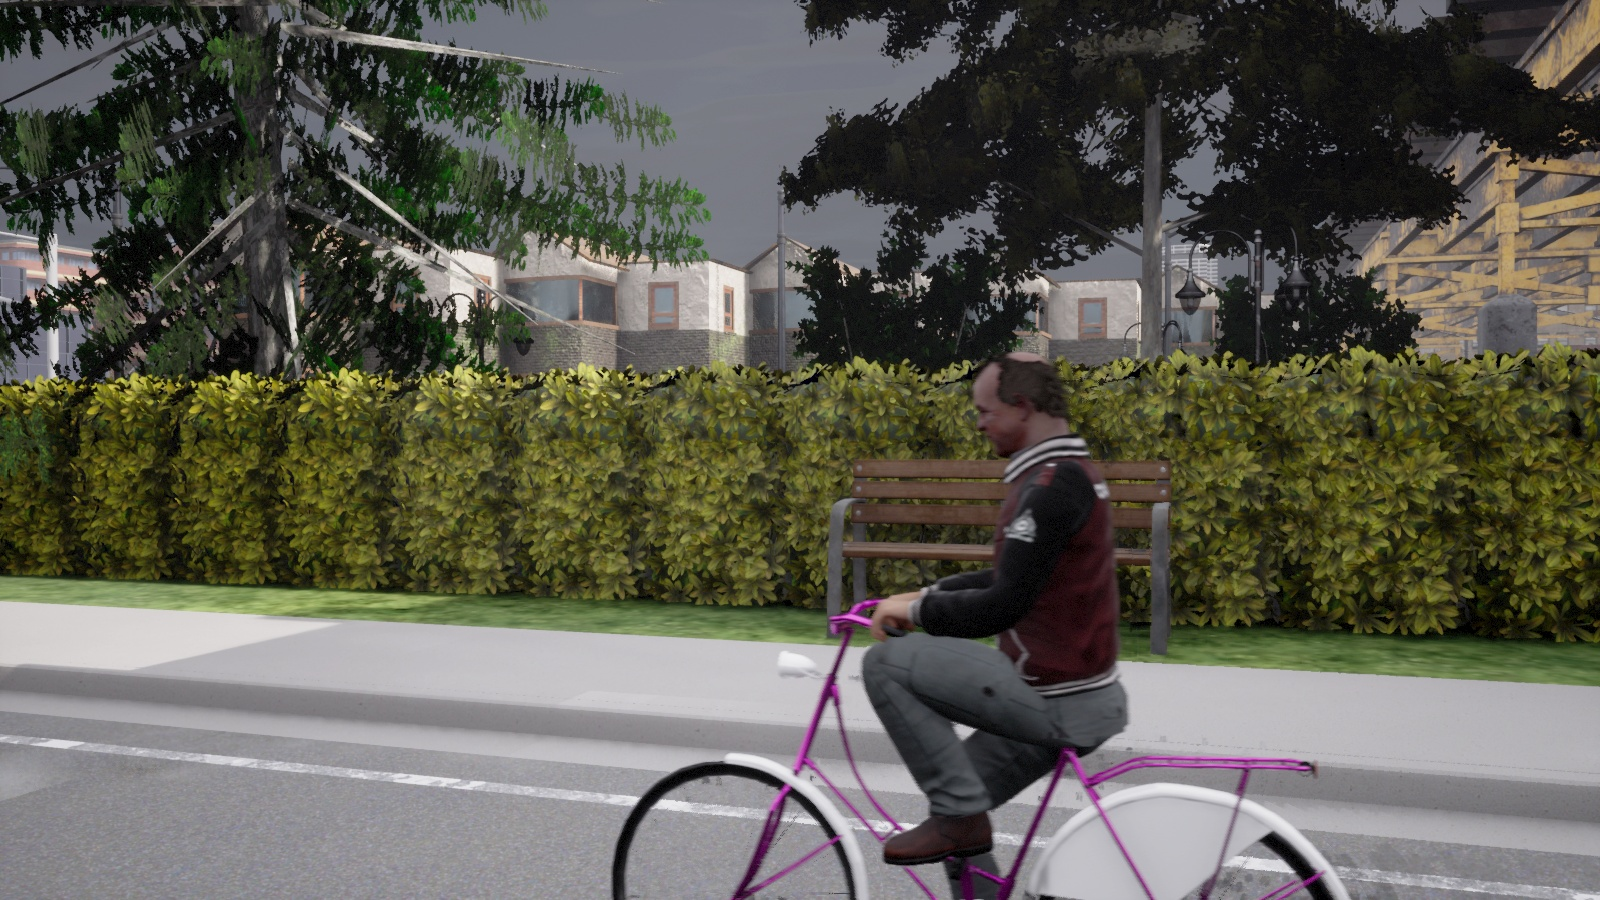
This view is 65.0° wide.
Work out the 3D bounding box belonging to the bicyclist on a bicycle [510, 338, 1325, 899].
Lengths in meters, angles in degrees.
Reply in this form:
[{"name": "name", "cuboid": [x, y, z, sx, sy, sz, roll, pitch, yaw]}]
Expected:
[{"name": "bicyclist on a bicycle", "cuboid": [0.267, 0.648, 3.116, 1.843, 1.776, 0.659, 1, 1, 18]}]
